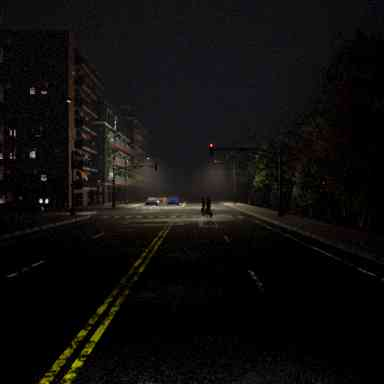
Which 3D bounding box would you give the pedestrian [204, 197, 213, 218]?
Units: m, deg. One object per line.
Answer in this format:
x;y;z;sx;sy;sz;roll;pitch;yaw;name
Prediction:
1.444;1.301;28.085;0.375;1.860;0.375;0;0;0;pedestrian

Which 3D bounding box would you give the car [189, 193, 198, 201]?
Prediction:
0.258;1.266;85.615;2.150;2.045;5.566;0;0;0;car

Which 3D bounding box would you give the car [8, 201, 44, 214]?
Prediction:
-19.222;1.727;37.427;4.902;1.511;2.128;-1;0;1;car

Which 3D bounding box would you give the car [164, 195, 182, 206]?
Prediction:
-3.171;1.499;55.845;1.882;1.535;5.008;0;0;0;car

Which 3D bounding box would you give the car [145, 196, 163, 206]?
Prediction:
-6.428;1.568;54.402;2.033;1.411;5.357;0;0;0;car

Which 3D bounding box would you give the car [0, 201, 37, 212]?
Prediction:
-22.659;1.857;43.273;4.206;1.307;1.802;-1;1;-1;car

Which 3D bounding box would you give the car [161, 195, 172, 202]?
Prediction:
-6.252;1.569;81.939;2.128;1.511;4.902;0;0;0;car

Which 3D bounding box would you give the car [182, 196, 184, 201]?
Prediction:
-3.042;1.525;69.442;2.128;1.511;4.902;0;0;0;car

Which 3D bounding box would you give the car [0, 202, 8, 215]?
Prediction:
-22.567;1.596;34.623;5.009;1.841;2.192;-1;1;-1;car

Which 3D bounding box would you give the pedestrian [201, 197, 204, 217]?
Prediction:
1.022;1.302;29.384;0.375;1.860;0.375;0;0;0;pedestrian

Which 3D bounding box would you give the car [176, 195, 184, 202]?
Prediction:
-3.002;1.544;81.965;1.837;1.490;4.892;0;0;0;car

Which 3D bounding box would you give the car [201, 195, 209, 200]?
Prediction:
3.509;1.541;85.574;1.837;1.490;4.892;0;0;0;car

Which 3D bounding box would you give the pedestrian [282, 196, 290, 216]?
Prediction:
8.055;1.149;28.762;0.375;1.860;0.375;0;0;0;pedestrian
